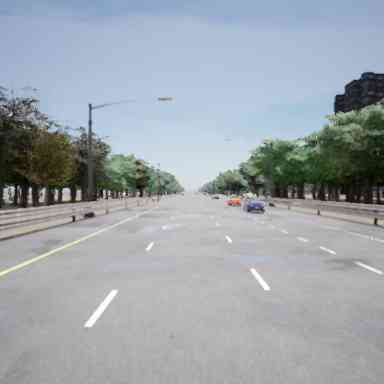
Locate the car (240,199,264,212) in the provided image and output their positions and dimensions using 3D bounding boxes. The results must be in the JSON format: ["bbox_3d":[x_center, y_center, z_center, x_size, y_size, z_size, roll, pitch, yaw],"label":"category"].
[{"bbox_3d":[7.062,1.569,38.333,1.812,1.442,4.674,0,0,0],"label":"car"}]

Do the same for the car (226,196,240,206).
[{"bbox_3d":[7.141,1.407,57.088,2.097,1.767,4.553,0,0,0],"label":"car"}]
